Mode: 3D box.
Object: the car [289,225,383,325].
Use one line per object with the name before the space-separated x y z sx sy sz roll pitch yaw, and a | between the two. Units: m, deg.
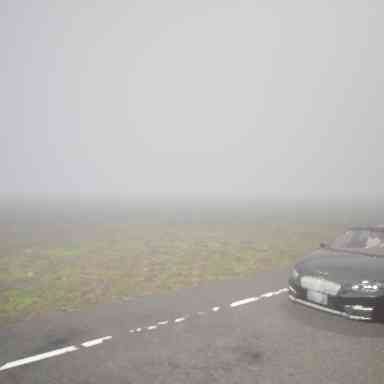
car | 4.052 1.490 7.025 4.902 1.511 2.128 0 0 -37
